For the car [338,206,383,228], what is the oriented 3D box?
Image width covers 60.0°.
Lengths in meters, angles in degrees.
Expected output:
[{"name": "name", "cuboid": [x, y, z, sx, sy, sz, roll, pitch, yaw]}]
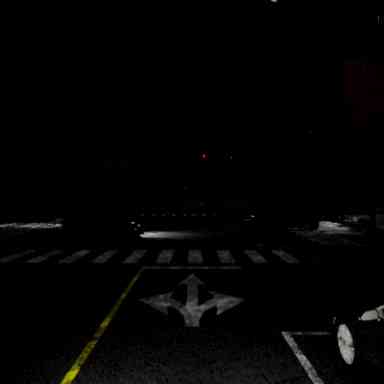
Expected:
[{"name": "car", "cuboid": [13.914, 1.933, 25.016, 4.674, 1.442, 1.812, 1, 0, 0]}]

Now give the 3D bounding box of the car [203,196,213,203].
[{"name": "car", "cuboid": [3.045, 1.780, 50.785, 1.752, 1.417, 4.829, 0, 0, 1]}]

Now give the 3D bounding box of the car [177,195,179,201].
[{"name": "car", "cuboid": [-5.154, 1.742, 83.772, 2.192, 1.841, 5.009, 0, 0, 1]}]

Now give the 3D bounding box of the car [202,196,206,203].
[{"name": "car", "cuboid": [3.098, 1.833, 56.128, 2.008, 1.369, 4.403, 0, 0, 1]}]

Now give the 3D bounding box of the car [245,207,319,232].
[{"name": "car", "cuboid": [5.804, 1.712, 21.630, 4.674, 1.442, 1.812, 2, -1, 0]}]

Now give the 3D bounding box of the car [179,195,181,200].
[{"name": "car", "cuboid": [-5.045, 1.800, 94.797, 2.192, 1.841, 5.009, 0, 0, 1]}]

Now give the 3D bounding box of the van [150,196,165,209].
[{"name": "van", "cuboid": [-5.481, 1.595, 50.699, 1.690, 1.788, 3.998, 0, 0, 1]}]

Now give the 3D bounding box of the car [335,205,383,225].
[{"name": "car", "cuboid": [14.978, 1.953, 28.281, 4.892, 1.490, 1.837, 1, 0, 0]}]

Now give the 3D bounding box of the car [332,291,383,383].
[{"name": "car", "cuboid": [2.765, 1.566, 2.920, 2.008, 1.369, 4.403, 0, 0, 0]}]

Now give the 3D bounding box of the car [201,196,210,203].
[{"name": "car", "cuboid": [3.370, 1.867, 83.693, 1.967, 1.590, 4.097, 0, 0, 1]}]

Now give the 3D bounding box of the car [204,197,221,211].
[{"name": "car", "cuboid": [2.989, 1.776, 45.103, 2.008, 1.369, 4.403, 0, 0, 1]}]

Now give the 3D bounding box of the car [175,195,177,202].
[{"name": "car", "cuboid": [-5.209, 1.943, 78.259, 1.887, 1.381, 4.507, 0, 0, 1]}]

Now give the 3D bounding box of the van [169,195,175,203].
[{"name": "van", "cuboid": [-5.263, 1.710, 72.748, 1.690, 1.788, 3.998, 0, 0, 1]}]

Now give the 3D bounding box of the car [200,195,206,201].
[{"name": "car", "cuboid": [3.153, 1.626, 61.642, 2.192, 1.841, 5.009, 0, 0, 1]}]

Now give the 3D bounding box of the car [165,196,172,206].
[{"name": "car", "cuboid": [-5.373, 1.877, 61.722, 1.947, 1.339, 4.313, 0, 0, 1]}]

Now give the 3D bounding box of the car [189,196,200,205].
[{"name": "car", "cuboid": [0.515, 1.925, 64.169, 1.895, 1.301, 4.718, 0, 0, 1]}]

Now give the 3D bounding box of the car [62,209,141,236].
[{"name": "car", "cuboid": [-4.951, 1.650, 18.420, 4.181, 1.385, 1.994, 1, -1, 0]}]
